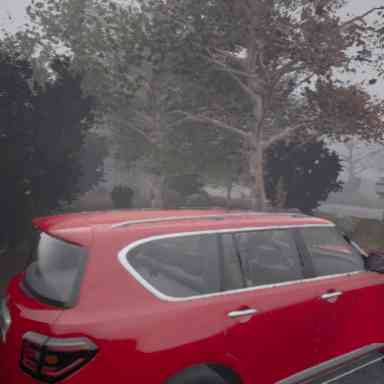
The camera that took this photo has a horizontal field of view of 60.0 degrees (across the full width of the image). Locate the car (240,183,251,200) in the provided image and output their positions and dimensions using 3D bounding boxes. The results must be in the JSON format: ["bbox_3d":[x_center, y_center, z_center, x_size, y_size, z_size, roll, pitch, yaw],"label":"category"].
[{"bbox_3d":[7.596,-0.005,38.019,2.150,2.045,5.566,2,3,-23],"label":"car"}]

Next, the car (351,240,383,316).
[{"bbox_3d":[6.035,1.516,6.974,5.008,1.535,2.097,0,0,-26],"label":"car"}]
